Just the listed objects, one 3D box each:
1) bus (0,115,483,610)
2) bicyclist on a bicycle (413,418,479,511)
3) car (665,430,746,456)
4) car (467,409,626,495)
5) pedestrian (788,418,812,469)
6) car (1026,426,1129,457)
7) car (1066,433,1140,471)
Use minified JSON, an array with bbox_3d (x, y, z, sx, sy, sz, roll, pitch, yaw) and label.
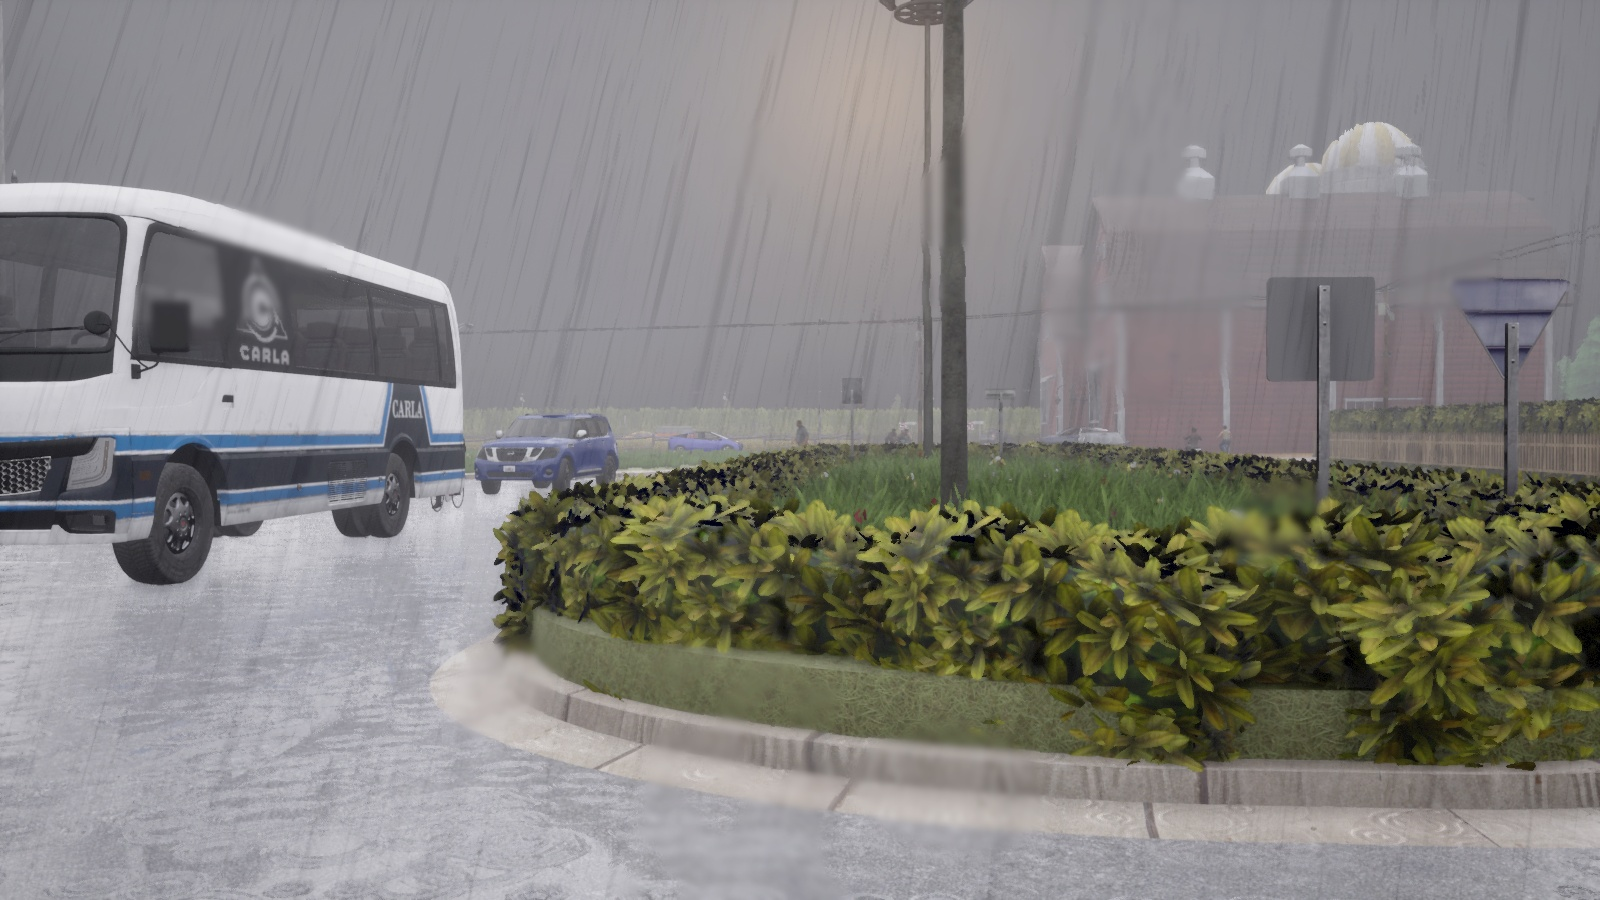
[{"bbox_3d":[-7.655,-0.836,16.062,3.944,4.253,10.273,0,1,4],"label":"bus"},{"bbox_3d":[-6.991,0.272,24.884,0.659,1.776,1.843,0,1,5],"label":"bicyclist on a bicycle"},{"bbox_3d":[-5.606,-0.447,74.858,4.514,1.525,2.007,0,1,5],"label":"car"},{"bbox_3d":[-6.433,-0.002,32.691,2.150,2.045,5.566,0,1,10],"label":"car"},{"bbox_3d":[0.001,-0.255,46.044,0.694,1.848,0.540,0,1,-25],"label":"pedestrian"},{"bbox_3d":[15.111,-0.494,68.445,5.027,1.651,2.152,1,1,38],"label":"car"},{"bbox_3d":[12.496,0.040,52.019,2.163,1.488,4.792,0,1,3],"label":"car"}]
